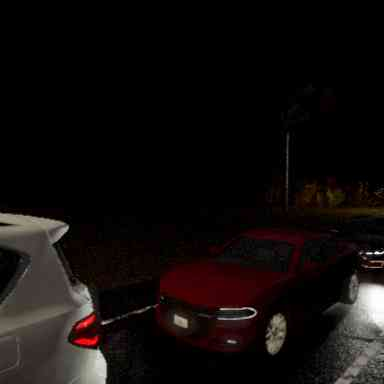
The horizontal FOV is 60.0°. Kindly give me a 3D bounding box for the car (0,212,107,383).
[{"bbox_3d":[-3.062,1.166,1.309,2.150,2.045,5.566,1,0,43],"label":"car"}]

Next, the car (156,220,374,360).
[{"bbox_3d":[1.571,1.461,6.225,1.882,1.535,5.008,1,0,43],"label":"car"}]

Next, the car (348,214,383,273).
[{"bbox_3d":[5.867,1.528,10.762,1.837,1.490,4.892,1,1,43],"label":"car"}]
